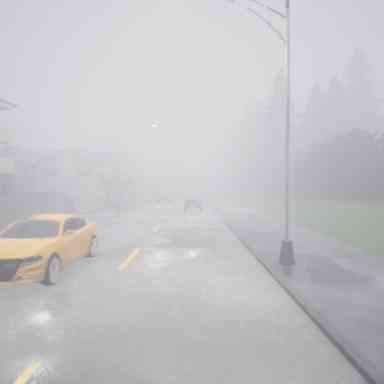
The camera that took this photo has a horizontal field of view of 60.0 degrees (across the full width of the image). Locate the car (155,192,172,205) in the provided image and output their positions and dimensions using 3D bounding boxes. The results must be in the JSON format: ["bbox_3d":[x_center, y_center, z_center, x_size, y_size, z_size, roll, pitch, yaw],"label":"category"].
[{"bbox_3d":[-4.027,0.821,46.935,2.097,1.767,4.553,0,1,1],"label":"car"}]

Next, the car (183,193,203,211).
[{"bbox_3d":[0.106,1.112,34.502,1.837,1.490,4.892,0,0,0],"label":"car"}]

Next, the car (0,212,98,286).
[{"bbox_3d":[-4.094,1.371,9.284,1.882,1.535,5.008,0,0,0],"label":"car"}]

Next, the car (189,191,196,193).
[{"bbox_3d":[0.125,0.639,63.051,2.097,1.767,4.553,0,1,0],"label":"car"}]
